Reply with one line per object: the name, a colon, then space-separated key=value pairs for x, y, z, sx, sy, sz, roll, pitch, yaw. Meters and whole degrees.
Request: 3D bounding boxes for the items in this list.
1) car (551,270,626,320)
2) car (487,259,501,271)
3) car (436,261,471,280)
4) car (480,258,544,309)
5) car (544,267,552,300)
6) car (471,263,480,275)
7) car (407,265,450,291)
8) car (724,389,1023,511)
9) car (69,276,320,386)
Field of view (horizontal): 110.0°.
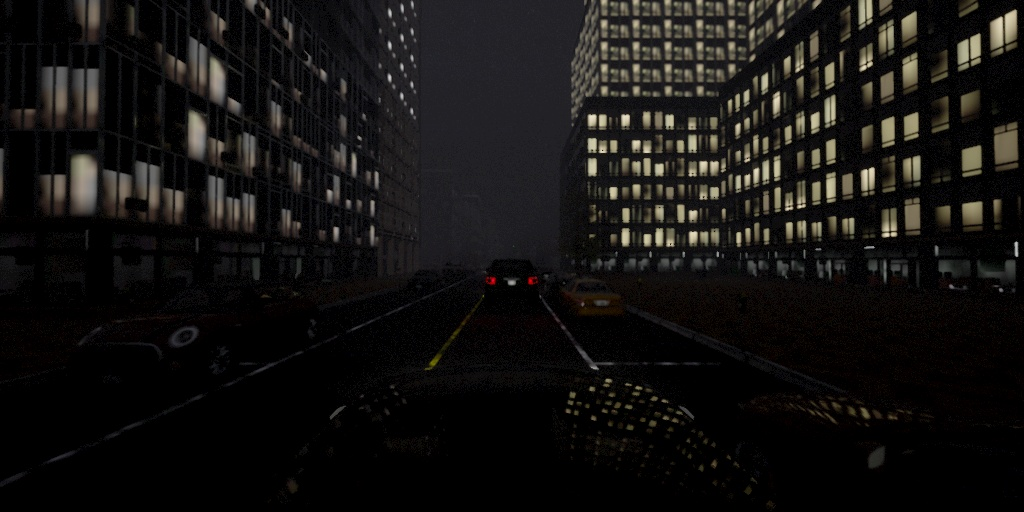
car: x=2.658 y=1.378 z=12.926 sx=1.751 sy=1.417 sz=4.829 roll=0 pitch=0 yaw=0
car: x=-3.095 y=1.568 z=62.266 sx=2.150 sy=2.045 sz=5.566 roll=0 pitch=-1 yaw=0
car: x=-5.707 y=1.389 z=35.533 sx=2.192 sy=1.841 sz=5.009 roll=0 pitch=0 yaw=0
car: x=-0.006 y=1.099 z=15.861 sx=2.150 sy=2.045 sz=5.566 roll=0 pitch=0 yaw=0
car: x=2.651 y=1.457 z=18.445 sx=2.007 sy=1.370 sz=4.403 roll=0 pitch=0 yaw=0
car: x=-5.713 y=1.734 z=46.911 sx=1.888 sy=1.381 sz=4.507 roll=0 pitch=0 yaw=0
car: x=-5.701 y=1.528 z=24.155 sx=1.948 sy=1.339 sz=4.313 roll=0 pitch=0 yaw=0
car: x=2.674 y=1.328 z=1.379 sx=1.802 sy=1.307 sz=4.207 roll=0 pitch=0 yaw=0
car: x=-5.692 y=1.240 z=7.089 sx=1.967 sy=1.591 sz=4.097 roll=0 pitch=0 yaw=0
